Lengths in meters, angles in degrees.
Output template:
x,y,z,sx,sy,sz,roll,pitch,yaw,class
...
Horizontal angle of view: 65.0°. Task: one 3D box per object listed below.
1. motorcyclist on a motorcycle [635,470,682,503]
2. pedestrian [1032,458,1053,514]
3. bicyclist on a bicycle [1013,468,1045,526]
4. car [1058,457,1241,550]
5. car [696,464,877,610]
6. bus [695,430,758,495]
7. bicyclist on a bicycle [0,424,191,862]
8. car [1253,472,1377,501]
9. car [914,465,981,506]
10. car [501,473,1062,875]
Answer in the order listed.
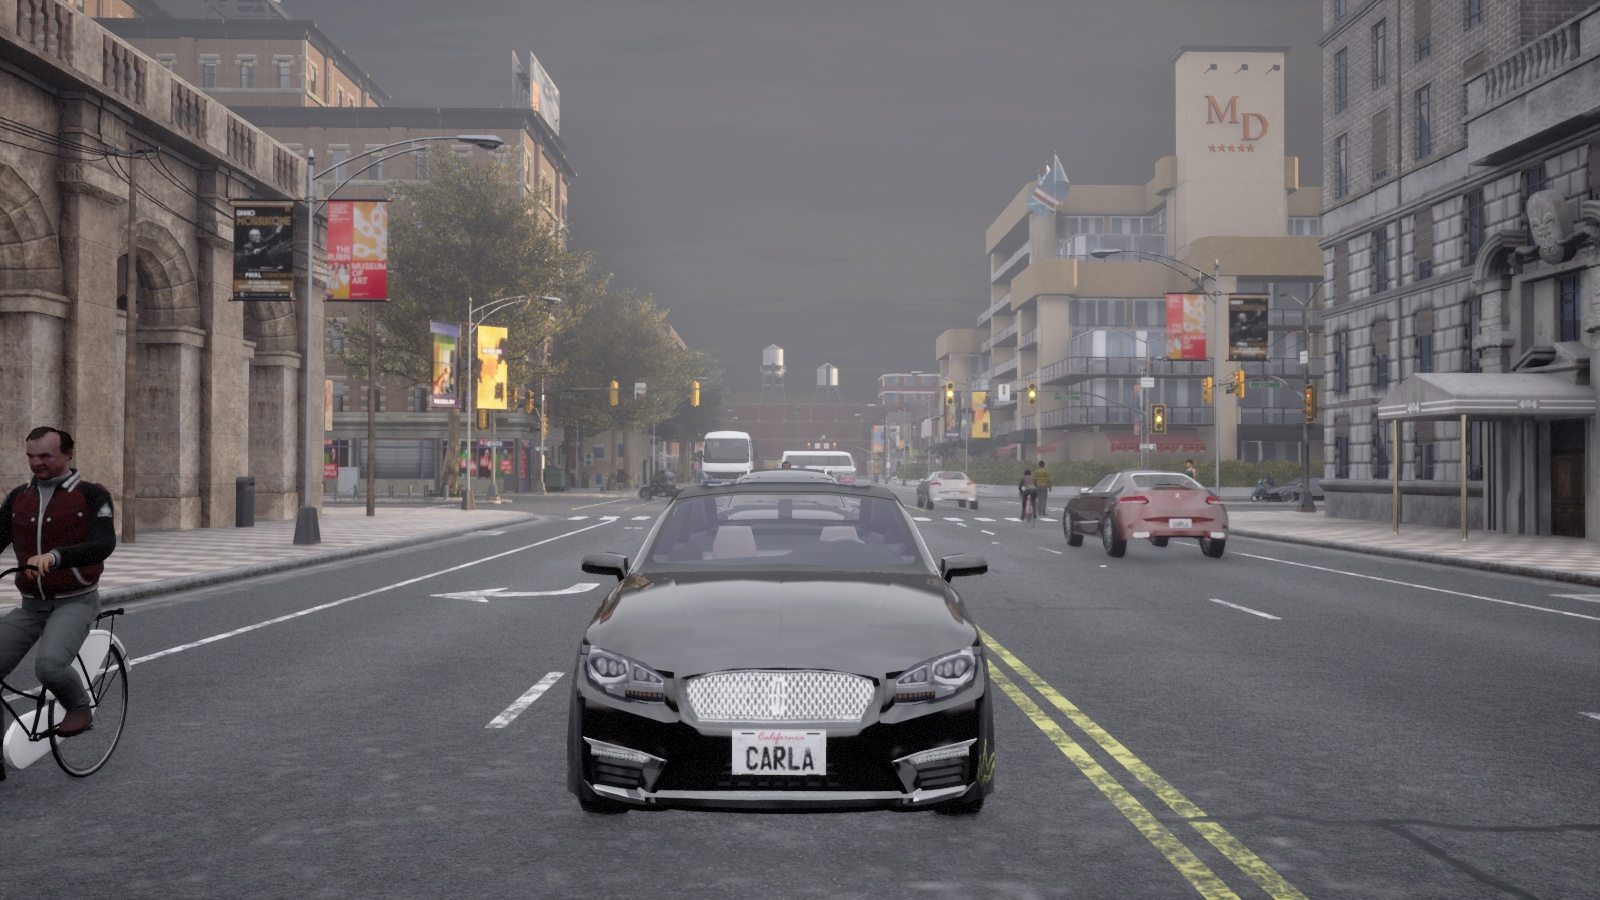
x,y,z,sx,sy,sz,roll,pitch,yaw,class
-7.275,1.875,64.544,2.350,1.649,0.766,-1,0,27,motorcyclist on a motorcycle
8.035,1.191,41.583,0.431,1.840,0.709,-1,-1,35,pedestrian
6.533,1.343,35.916,0.582,1.620,1.656,0,-1,-1,bicyclist on a bicycle
6.739,0.984,24.891,2.152,1.651,5.027,0,-1,-1,car
-0.165,1.024,16.622,2.033,1.649,4.856,0,-1,0,car
-4.931,0.914,86.961,3.944,4.253,10.273,0,-1,-1,bus
-3.575,0.796,5.776,0.659,1.776,1.843,0,-1,0,bicyclist on a bicycle
25.783,1.814,63.007,5.357,1.411,2.033,0,-1,-1,car
6.207,1.461,53.286,2.152,1.651,5.027,0,-1,-1,car
-0.075,0.892,7.228,2.128,1.511,4.902,0,-1,0,car
